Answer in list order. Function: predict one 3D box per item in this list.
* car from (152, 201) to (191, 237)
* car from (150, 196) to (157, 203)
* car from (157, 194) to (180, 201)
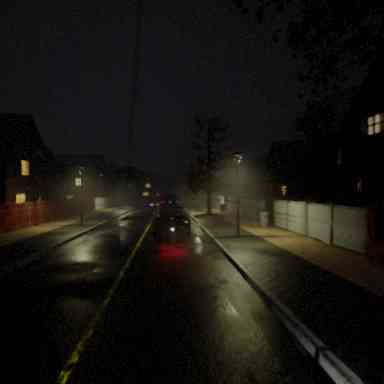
[{"bbox_3d":[-1.087,1.482,17.897,1.837,1.490,4.892,-1,0,-4],"label":"car"},{"bbox_3d":[-7.462,1.473,67.360,2.033,1.411,5.357,-1,0,-4],"label":"car"},{"bbox_3d":[-2.528,1.200,37.944,2.150,2.045,5.566,-1,0,-4],"label":"car"}]
